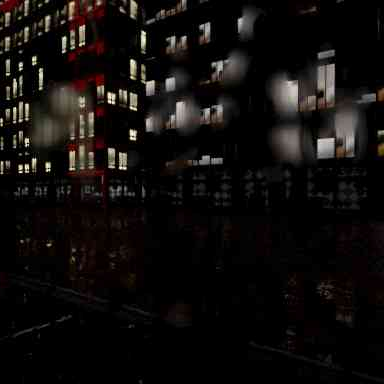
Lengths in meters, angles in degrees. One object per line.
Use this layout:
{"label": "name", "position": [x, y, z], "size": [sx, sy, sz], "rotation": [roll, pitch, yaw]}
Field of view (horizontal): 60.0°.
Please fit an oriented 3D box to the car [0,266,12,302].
{"label": "car", "position": [-5.571, 1.526, 6.842], "size": [4.829, 1.417, 1.752], "rotation": [0, 0, 36]}
